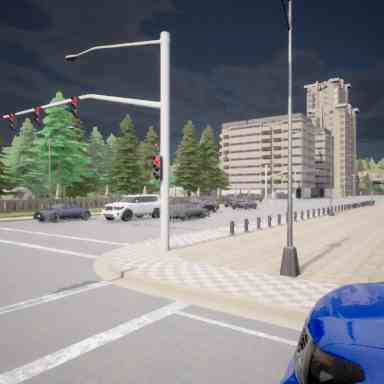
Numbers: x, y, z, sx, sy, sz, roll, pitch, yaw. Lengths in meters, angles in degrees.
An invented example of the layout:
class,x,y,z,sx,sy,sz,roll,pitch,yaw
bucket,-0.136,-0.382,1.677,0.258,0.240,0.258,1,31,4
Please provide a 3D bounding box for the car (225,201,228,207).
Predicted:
class,x,y,z,sx,sy,sz,roll,pitch,yaw
car,6.465,1.564,48.835,1.994,1.385,4.181,0,0,36

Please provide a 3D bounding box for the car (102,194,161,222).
class,x,y,z,sx,sy,sz,roll,pitch,yaw
car,-4.706,1.221,27.203,2.150,2.045,5.566,0,0,35

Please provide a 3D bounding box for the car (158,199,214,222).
class,x,y,z,sx,sy,sz,roll,pitch,yaw
car,-0.408,1.564,26.880,1.994,1.385,4.181,0,0,36

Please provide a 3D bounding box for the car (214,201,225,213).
class,x,y,z,sx,sy,sz,roll,pitch,yaw
car,1.058,1.491,35.283,2.128,1.511,4.902,0,0,36

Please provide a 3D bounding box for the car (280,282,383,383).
class,x,y,z,sx,sy,sz,roll,pitch,yaw
car,3.299,1.221,1.613,5.566,2.045,2.150,0,0,36

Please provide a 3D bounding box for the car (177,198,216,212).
class,x,y,z,sx,sy,sz,roll,pitch,yaw
car,0.641,1.547,40.726,2.033,1.411,5.357,0,0,36

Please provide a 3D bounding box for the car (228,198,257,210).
class,x,y,z,sx,sy,sz,roll,pitch,yaw
car,6.884,1.564,43.426,1.994,1.385,4.181,0,0,36

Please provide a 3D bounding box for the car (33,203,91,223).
class,x,y,z,sx,sy,sz,roll,pitch,yaw
car,-9.999,1.564,25.809,1.994,1.385,4.181,0,0,35
